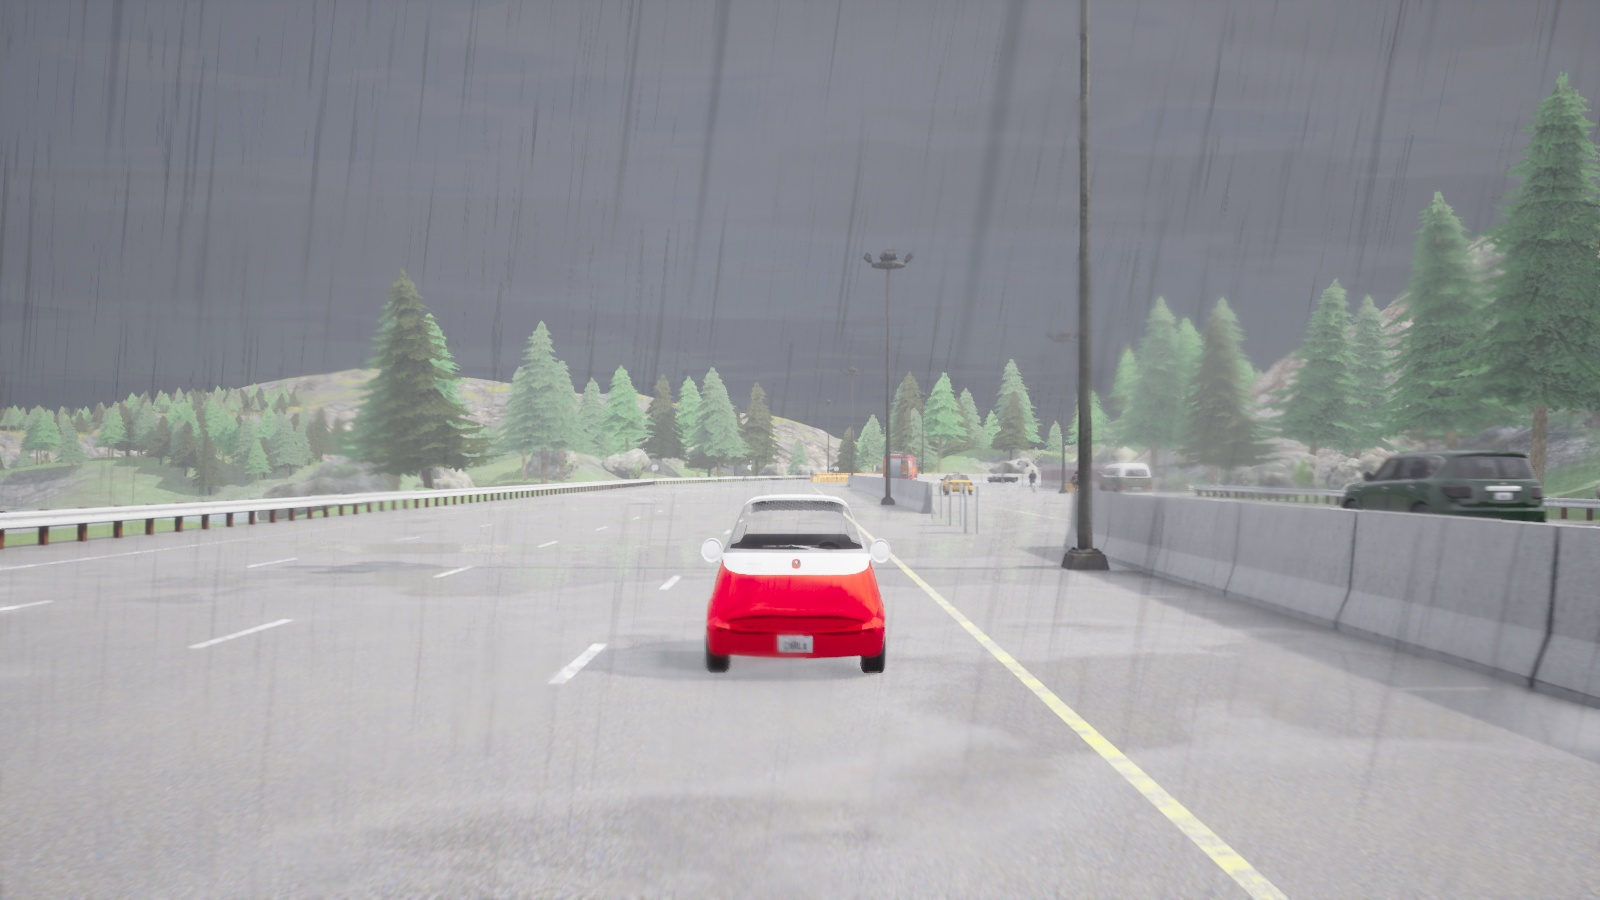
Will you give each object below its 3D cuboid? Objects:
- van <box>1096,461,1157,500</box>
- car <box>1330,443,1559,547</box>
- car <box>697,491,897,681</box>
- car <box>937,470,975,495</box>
[{"bbox_3d":[17.342,1.591,66.892,2.069,2.038,4.480,0,-1,0],"label":"van"},{"bbox_3d":[13.934,0.940,27.639,2.150,2.045,5.566,0,-1,0],"label":"car"},{"bbox_3d":[-0.023,1.044,10.435,1.481,1.376,2.207,0,-1,0],"label":"car"},{"bbox_3d":[10.288,2.103,83.081,1.801,1.575,5.366,0,-1,0],"label":"car"}]
